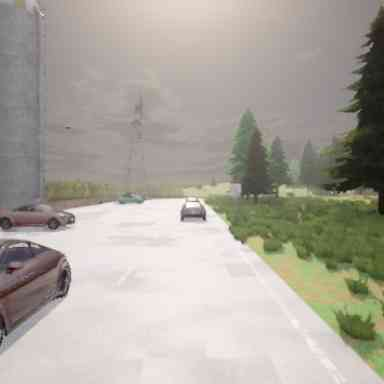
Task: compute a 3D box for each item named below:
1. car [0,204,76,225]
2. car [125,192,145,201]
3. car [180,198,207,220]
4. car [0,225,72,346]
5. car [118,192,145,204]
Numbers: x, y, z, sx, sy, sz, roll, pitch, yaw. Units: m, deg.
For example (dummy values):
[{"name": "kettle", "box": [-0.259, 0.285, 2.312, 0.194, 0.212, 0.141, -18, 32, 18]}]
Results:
[{"name": "car", "box": [-9.057, 1.422, 19.613, 4.181, 1.381, 1.994, 0, 0, -1]}, {"name": "car", "box": [-11.895, 0.907, 69.465, 3.866, 1.878, 1.905, 0, 0, -31]}, {"name": "car", "box": [0.100, 1.393, 26.006, 1.994, 1.385, 4.181, 0, 0, 0]}, {"name": "car", "box": [-3.599, 1.527, 5.551, 1.994, 1.385, 4.181, 0, 0, 0]}, {"name": "car", "box": [-9.540, 1.142, 52.620, 3.988, 1.617, 1.851, 0, 0, -1]}]
